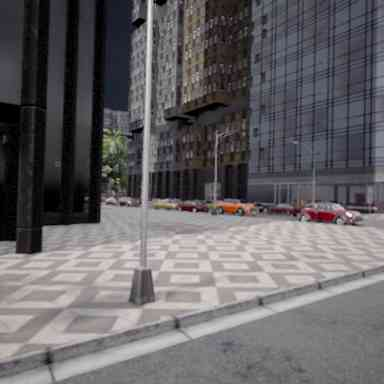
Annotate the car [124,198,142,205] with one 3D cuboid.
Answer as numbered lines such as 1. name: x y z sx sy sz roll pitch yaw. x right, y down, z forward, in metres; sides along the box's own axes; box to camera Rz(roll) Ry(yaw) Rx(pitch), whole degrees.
1. car: -12.116 1.890 68.177 1.947 1.339 4.313 2 -1 -36

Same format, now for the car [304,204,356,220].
1. car: 13.406 1.874 32.465 1.947 1.339 4.313 2 -1 -36

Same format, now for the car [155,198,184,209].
1. car: -3.521 1.729 51.476 2.128 1.511 4.902 2 -1 -35

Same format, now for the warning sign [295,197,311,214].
1. warning sign: 12.573 1.499 37.617 1.300 1.860 1.060 2 -1 -36

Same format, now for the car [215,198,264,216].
1. car: 4.798 1.480 34.445 2.097 1.767 4.553 2 -1 -36

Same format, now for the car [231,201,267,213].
1. car: 7.026 1.880 41.392 1.947 1.339 4.313 2 -1 -36

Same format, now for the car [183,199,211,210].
1. car: 0.645 1.872 50.321 2.008 1.369 4.403 2 -1 -36

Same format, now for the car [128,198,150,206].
1. car: -9.623 1.839 59.938 1.895 1.301 4.718 2 -1 -36

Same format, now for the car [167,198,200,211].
1. car: -1.156 1.639 42.785 1.837 1.490 4.892 2 -1 -36

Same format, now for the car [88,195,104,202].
1. car: -24.870 1.638 86.038 2.192 1.841 5.009 2 -1 -36

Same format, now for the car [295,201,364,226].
1. car: 9.647 1.477 23.076 1.967 1.590 4.097 2 -1 -37

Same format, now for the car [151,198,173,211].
1. car: -3.001 1.575 40.769 1.752 1.417 4.829 2 -1 -36

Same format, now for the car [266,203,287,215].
1. car: 10.215 1.893 36.928 1.802 1.307 4.206 2 -1 -36

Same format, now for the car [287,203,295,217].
1. car: 10.439 1.600 26.546 1.882 1.535 5.008 2 -1 -36

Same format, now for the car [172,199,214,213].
1. car: 0.091 1.591 36.442 1.887 1.381 4.507 2 -1 -36

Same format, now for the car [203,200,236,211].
1. car: 3.737 1.843 45.996 1.752 1.417 4.829 2 -1 -36

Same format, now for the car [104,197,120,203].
1. car: -18.594 1.849 77.244 1.752 1.417 4.829 2 -1 -36

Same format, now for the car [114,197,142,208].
1. car: -9.479 1.496 49.838 1.967 1.590 4.097 2 -1 -36

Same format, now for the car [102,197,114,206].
1. car: -12.674 1.639 54.301 1.802 1.307 4.206 2 -1 -36

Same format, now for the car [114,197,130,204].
1. car: -15.306 1.890 72.641 1.947 1.339 4.313 2 -1 -36
